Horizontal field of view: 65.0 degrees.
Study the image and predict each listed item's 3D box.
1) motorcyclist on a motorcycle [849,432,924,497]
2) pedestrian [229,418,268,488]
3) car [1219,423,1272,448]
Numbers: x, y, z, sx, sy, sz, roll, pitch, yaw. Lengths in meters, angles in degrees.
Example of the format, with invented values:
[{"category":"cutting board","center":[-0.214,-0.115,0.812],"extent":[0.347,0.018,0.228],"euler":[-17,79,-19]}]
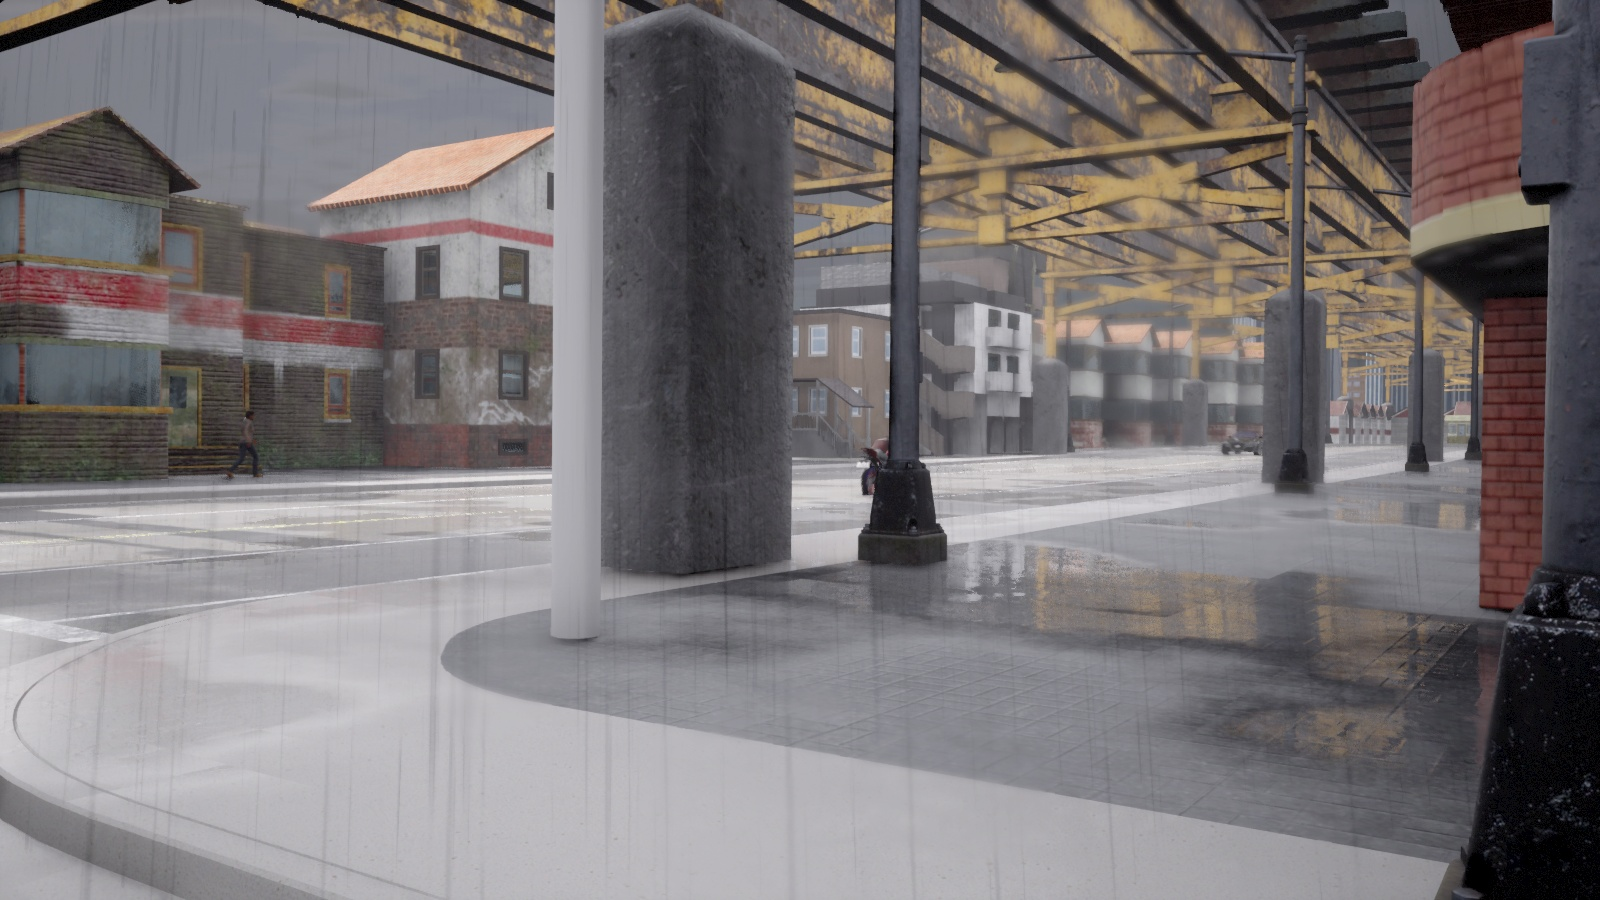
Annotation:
[{"category":"motorcyclist on a motorcycle","center":[2.138,0.324,30.715],"extent":[0.866,1.530,2.191],"euler":[0,1,33]},{"category":"pedestrian","center":[-14.369,0.077,32.720],"extent":[0.328,1.805,0.869],"euler":[0,1,38]},{"category":"car","center":[26.136,-0.861,73.581],"extent":[1.994,1.385,4.181],"euler":[0,2,33]}]
